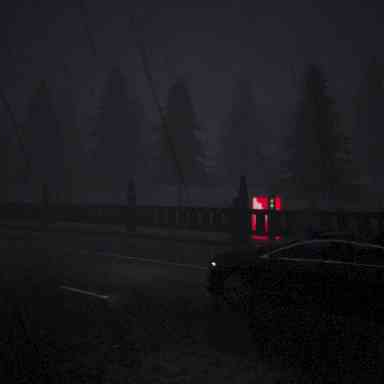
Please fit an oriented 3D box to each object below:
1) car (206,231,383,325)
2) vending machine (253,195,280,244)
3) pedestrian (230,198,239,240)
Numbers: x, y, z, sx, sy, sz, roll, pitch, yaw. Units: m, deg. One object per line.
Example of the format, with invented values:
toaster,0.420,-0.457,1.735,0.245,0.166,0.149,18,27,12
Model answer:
car,2.577,1.491,6.260,4.902,1.511,2.128,0,0,34
vending machine,3.399,1.195,15.197,0.880,2.100,1.100,0,0,32
pedestrian,1.930,1.141,14.384,0.375,1.860,0.375,0,0,32
